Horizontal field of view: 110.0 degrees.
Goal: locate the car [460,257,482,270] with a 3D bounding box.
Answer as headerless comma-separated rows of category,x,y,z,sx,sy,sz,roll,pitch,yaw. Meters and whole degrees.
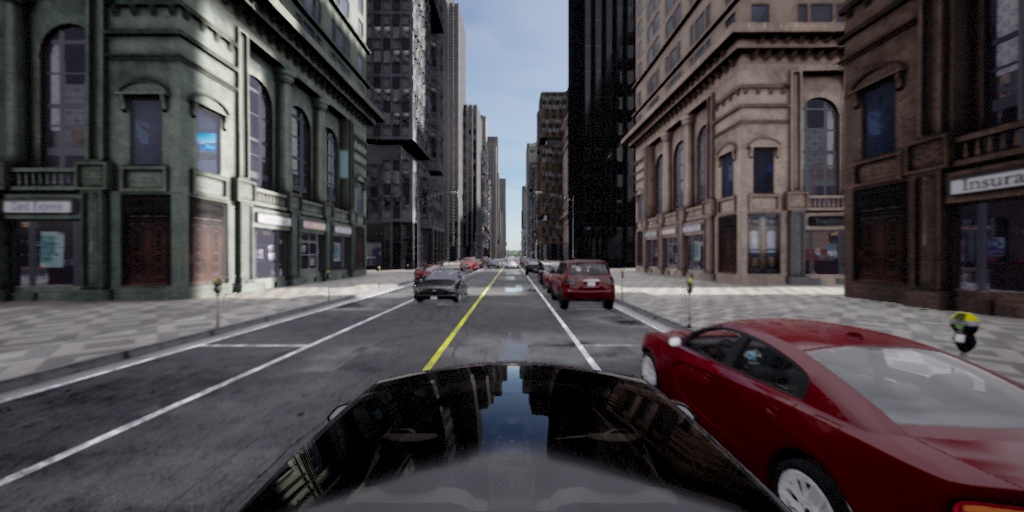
car,-5.770,1.063,48.439,2.192,1.841,5.009,0,0,0

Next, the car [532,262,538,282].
car,2.758,1.314,26.037,1.948,1.339,4.313,0,0,0

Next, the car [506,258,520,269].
car,-0.008,1.274,56.030,1.812,1.442,4.674,0,0,0

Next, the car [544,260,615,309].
car,2.760,1.063,14.833,2.192,1.841,5.009,0,0,0

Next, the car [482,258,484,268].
car,-5.771,1.314,54.041,1.948,1.339,4.313,0,0,0

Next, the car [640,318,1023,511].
car,2.761,1.295,3.630,1.888,1.381,4.507,0,0,0

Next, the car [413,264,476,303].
car,-3.103,1.296,16.928,2.033,1.411,5.357,0,0,0

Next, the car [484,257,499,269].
car,-3.049,1.295,58.237,2.033,1.411,5.357,0,0,1

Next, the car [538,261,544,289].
car,2.759,1.188,20.435,1.967,1.591,4.097,0,0,0

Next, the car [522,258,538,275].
car,2.354,1.225,38.438,1.882,1.535,5.008,0,0,0

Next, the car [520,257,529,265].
car,2.753,1.188,65.249,1.967,1.591,4.097,0,0,0
